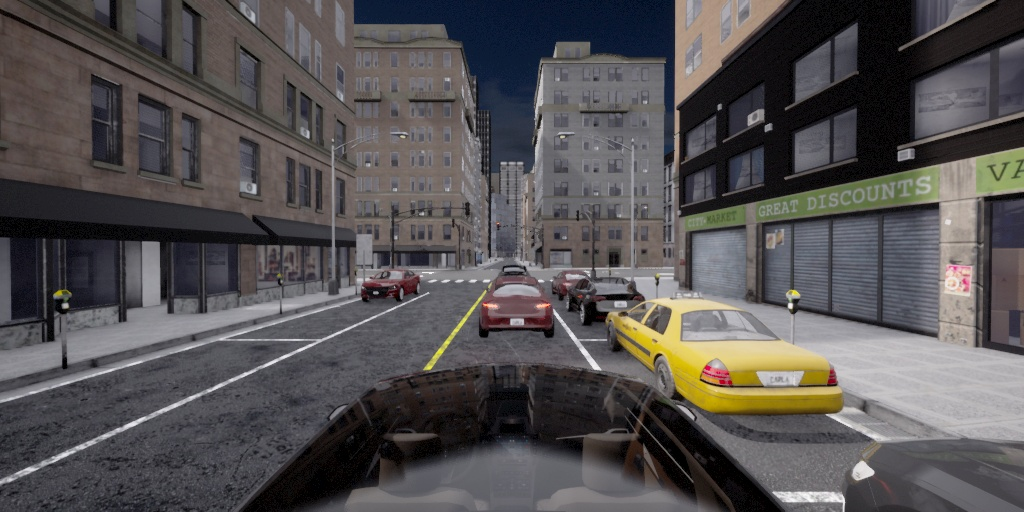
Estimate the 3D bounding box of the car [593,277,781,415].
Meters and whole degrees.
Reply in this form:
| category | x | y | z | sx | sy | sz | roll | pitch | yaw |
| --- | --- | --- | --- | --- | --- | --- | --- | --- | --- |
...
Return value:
| category | x | y | z | sx | sy | sz | roll | pitch | yaw |
| --- | --- | --- | --- | --- | --- | --- | --- | --- | --- |
| car | 2.879 | 1.274 | 6.147 | 1.751 | 1.417 | 4.829 | 0 | 0 | 0 |

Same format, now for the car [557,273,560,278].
| category | x | y | z | sx | sy | sz | roll | pitch | yaw |
| --- | --- | --- | --- | --- | --- | --- | --- | --- | --- |
| car | 2.892 | 1.327 | 17.149 | 1.802 | 1.307 | 4.207 | 0 | 0 | 0 |

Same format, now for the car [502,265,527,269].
| category | x | y | z | sx | sy | sz | roll | pitch | yaw |
| --- | --- | --- | --- | --- | --- | --- | --- | --- | --- |
| car | 0.119 | 1.248 | 20.407 | 1.837 | 1.490 | 4.892 | 0 | 0 | 0 |

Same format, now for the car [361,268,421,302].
| category | x | y | z | sx | sy | sz | roll | pitch | yaw |
| --- | --- | --- | --- | --- | --- | --- | --- | --- | --- |
| car | -5.653 | 1.290 | 17.156 | 1.888 | 1.381 | 4.507 | 0 | 0 | 0 |

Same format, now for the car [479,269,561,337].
| category | x | y | z | sx | sy | sz | roll | pitch | yaw |
| --- | --- | --- | --- | --- | --- | --- | --- | --- | --- |
| car | 0.103 | 1.273 | 10.128 | 1.812 | 1.442 | 4.674 | 0 | 0 | 0 |

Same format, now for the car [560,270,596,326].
| category | x | y | z | sx | sy | sz | roll | pitch | yaw |
| --- | --- | --- | --- | --- | --- | --- | --- | --- | --- |
| car | 2.885 | 1.313 | 11.563 | 1.948 | 1.339 | 4.313 | 0 | 0 | 0 |

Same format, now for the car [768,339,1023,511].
| category | x | y | z | sx | sy | sz | roll | pitch | yaw |
| --- | --- | --- | --- | --- | --- | --- | --- | --- | --- |
| car | 2.872 | 1.301 | 0.391 | 2.007 | 1.370 | 4.403 | 0 | 0 | 0 |
